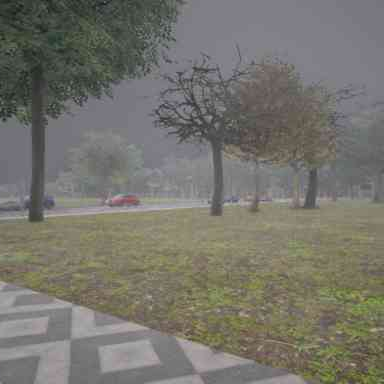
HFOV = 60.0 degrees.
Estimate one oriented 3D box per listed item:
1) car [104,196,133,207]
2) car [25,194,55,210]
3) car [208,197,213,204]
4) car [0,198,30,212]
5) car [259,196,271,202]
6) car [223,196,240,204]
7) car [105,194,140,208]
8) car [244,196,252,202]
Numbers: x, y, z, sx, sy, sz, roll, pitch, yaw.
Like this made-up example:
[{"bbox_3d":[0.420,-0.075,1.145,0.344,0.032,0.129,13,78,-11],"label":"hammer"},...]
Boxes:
[{"bbox_3d":[-12.003,1.481,54.574,2.097,1.767,4.553,-1,-1,36],"label":"car"},{"bbox_3d":[-20.437,1.331,42.719,2.150,2.045,5.566,-1,-1,35],"label":"car"},{"bbox_3d":[4.906,1.668,66.880,1.994,1.385,4.181,-1,-1,35],"label":"car"},{"bbox_3d":[-20.674,1.630,36.756,1.994,1.385,4.181,-1,0,35],"label":"car"},{"bbox_3d":[17.262,1.670,78.860,1.994,1.385,4.181,-1,-1,35],"label":"car"},{"bbox_3d":[7.565,1.574,65.009,1.837,1.490,4.892,-1,-1,35],"label":"car"},{"bbox_3d":[-10.483,1.311,51.119,2.150,2.045,5.566,-1,0,36],"label":"car"},{"bbox_3d":[14.009,1.674,79.890,1.812,1.442,4.674,-1,-1,35],"label":"car"}]
